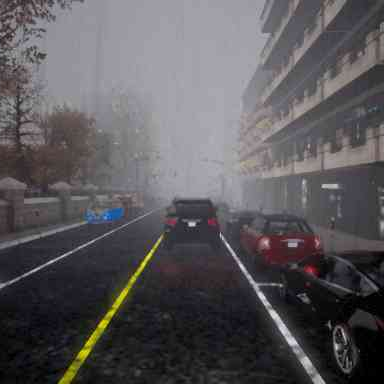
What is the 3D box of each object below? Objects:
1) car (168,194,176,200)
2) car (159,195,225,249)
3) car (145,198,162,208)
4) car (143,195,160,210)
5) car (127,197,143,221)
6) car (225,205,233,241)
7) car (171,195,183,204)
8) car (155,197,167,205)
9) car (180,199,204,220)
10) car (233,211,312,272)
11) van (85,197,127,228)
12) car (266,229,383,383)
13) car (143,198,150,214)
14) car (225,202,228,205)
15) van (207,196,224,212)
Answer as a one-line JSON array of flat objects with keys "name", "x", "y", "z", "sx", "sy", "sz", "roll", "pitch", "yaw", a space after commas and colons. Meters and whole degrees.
[{"name": "car", "x": -5.694, "y": 1.456, "z": 93.055, "sx": 1.967, "sy": 1.590, "sz": 4.097, "roll": 0, "pitch": 0, "yaw": 0}, {"name": "car", "x": 0.000, "y": 1.256, "z": 14.680, "sx": 2.150, "sy": 2.045, "sz": 5.566, "roll": 0, "pitch": 0, "yaw": 0}, {"name": "car", "x": -5.693, "y": 1.567, "z": 49.574, "sx": 1.947, "sy": 1.339, "sz": 4.313, "roll": 0, "pitch": 0, "yaw": 0}, {"name": "car", "x": -5.694, "y": 1.315, "z": 44.039, "sx": 2.192, "sy": 1.841, "sz": 5.009, "roll": 0, "pitch": 0, "yaw": 0}, {"name": "car", "x": -5.695, "y": 1.313, "z": 27.433, "sx": 2.192, "sy": 1.841, "sz": 5.009, "roll": 0, "pitch": 0, "yaw": 0}, {"name": "car", "x": 2.687, "y": 1.563, "z": 16.363, "sx": 1.947, "sy": 1.339, "sz": 4.313, "roll": 0, "pitch": 0, "yaw": 0}, {"name": "car", "x": -3.000, "y": 1.412, "z": 66.458, "sx": 2.097, "sy": 1.767, "sz": 4.553, "roll": 0, "pitch": 0, "yaw": 0}, {"name": "car", "x": -5.693, "y": 1.587, "z": 60.644, "sx": 1.802, "sy": 1.307, "sz": 4.206, "roll": 0, "pitch": 0, "yaw": 0}, {"name": "car", "x": 0.000, "y": 1.484, "z": 29.650, "sx": 1.882, "sy": 1.535, "sz": 5.008, "roll": 0, "pitch": 0, "yaw": 0}, {"name": "car", "x": 2.686, "y": 1.438, "z": 10.827, "sx": 1.967, "sy": 1.590, "sz": 4.097, "roll": 0, "pitch": 0, "yaw": 0}, {"name": "van", "x": -5.695, "y": 1.339, "z": 21.897, "sx": 1.690, "sy": 1.788, "sz": 3.998, "roll": 0, "pitch": 0, "yaw": 0}, {"name": "car", "x": 2.687, "y": 1.564, "z": 5.293, "sx": 1.947, "sy": 1.339, "sz": 4.313, "roll": 0, "pitch": 0, "yaw": 0}, {"name": "car", "x": -5.693, "y": 1.549, "z": 32.968, "sx": 2.008, "sy": 1.369, "sz": 4.403, "roll": 0, "pitch": 0, "yaw": 0}, {"name": "car", "x": 2.687, "y": 1.564, "z": 32.968, "sx": 1.947, "sy": 1.339, "sz": 4.313, "roll": 0, "pitch": 0, "yaw": 0}, {"name": "van", "x": 2.686, "y": 1.340, "z": 38.504, "sx": 1.690, "sy": 1.788, "sz": 3.998, "roll": 0, "pitch": 0, "yaw": 0}]
